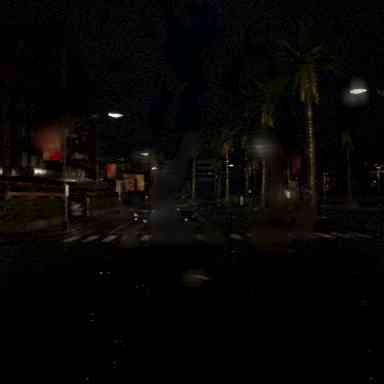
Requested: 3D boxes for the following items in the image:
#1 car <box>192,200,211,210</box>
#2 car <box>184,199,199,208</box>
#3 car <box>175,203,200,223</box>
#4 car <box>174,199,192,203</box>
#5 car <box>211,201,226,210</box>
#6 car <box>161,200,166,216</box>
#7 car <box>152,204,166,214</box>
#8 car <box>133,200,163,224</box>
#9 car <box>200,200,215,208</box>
[{"bbox_3d":[1.630,2.516,60.009,1.837,1.490,4.892,0,-1,-6],"label":"car"},{"bbox_3d":[-0.088,2.467,70.176,2.097,1.767,4.553,0,-1,-14],"label":"car"},{"bbox_3d":[-0.625,2.102,31.859,2.033,1.411,5.357,-1,-1,-2],"label":"car"},{"bbox_3d":[-1.527,2.130,52.151,2.150,2.045,5.566,-1,-1,-3],"label":"car"},{"bbox_3d":[5.067,2.519,60.948,1.812,1.442,4.674,0,-1,-6],"label":"car"},{"bbox_3d":[-4.474,1.950,39.862,2.150,2.045,5.566,-1,-1,-2],"label":"car"},{"bbox_3d":[-4.919,2.503,49.828,1.895,1.301,4.718,-1,-1,-3],"label":"car"},{"bbox_3d":[-4.063,1.913,30.279,2.097,1.767,4.553,-1,-1,-3],"label":"car"},{"bbox_3d":[3.314,2.566,70.998,1.882,1.535,5.008,0,-1,-14],"label":"car"}]
